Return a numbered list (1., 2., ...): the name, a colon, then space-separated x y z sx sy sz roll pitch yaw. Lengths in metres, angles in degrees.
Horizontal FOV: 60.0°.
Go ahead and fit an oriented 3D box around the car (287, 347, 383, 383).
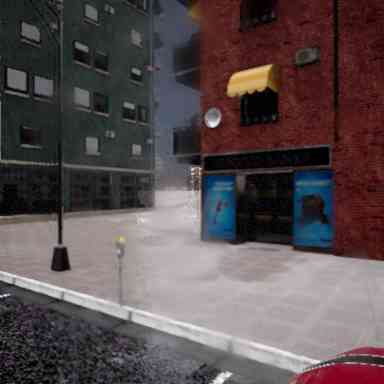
1. car: 2.180 1.438 1.321 4.097 1.590 1.967 0 0 36
